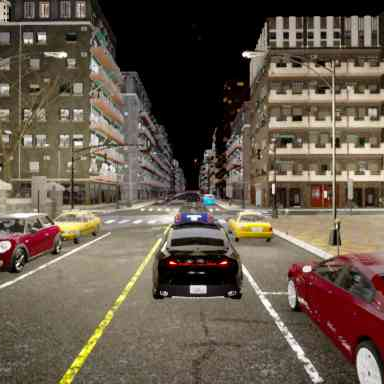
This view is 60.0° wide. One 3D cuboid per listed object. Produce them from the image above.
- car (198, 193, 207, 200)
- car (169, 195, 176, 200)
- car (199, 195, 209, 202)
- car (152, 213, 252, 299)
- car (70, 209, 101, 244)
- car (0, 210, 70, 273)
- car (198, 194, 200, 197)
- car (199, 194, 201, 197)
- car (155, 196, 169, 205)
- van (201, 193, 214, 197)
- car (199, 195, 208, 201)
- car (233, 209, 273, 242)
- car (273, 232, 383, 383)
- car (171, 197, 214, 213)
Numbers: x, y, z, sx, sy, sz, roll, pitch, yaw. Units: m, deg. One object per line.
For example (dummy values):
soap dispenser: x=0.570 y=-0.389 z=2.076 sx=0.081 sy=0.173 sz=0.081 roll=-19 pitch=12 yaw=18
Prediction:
car: x=2.769 y=1.245 z=88.043 sx=2.192 sy=1.841 sz=5.009 roll=1 pitch=0 yaw=0
car: x=-5.615 y=1.511 z=88.107 sx=1.802 sy=1.307 sz=4.206 roll=1 pitch=0 yaw=0
car: x=2.757 y=1.500 z=76.701 sx=2.008 sy=1.369 sz=4.403 roll=1 pitch=0 yaw=0
car: x=0.108 y=1.506 z=8.413 sx=1.837 sy=1.490 sz=4.892 roll=0 pitch=0 yaw=0
car: x=-5.669 y=1.526 z=15.878 sx=1.752 sy=1.417 sz=4.829 roll=1 pitch=0 yaw=0
car: x=-5.673 y=1.441 z=10.433 sx=1.967 sy=1.590 sz=4.097 roll=1 pitch=0 yaw=0
car: x=2.748 y=1.531 z=65.359 sx=1.947 sy=1.339 sz=4.313 roll=1 pitch=0 yaw=0
car: x=2.744 y=1.516 z=59.689 sx=1.887 sy=1.381 sz=4.507 roll=1 pitch=0 yaw=0
car: x=-5.636 y=1.553 z=59.751 sx=1.802 sy=1.307 sz=4.206 roll=1 pitch=0 yaw=0
van: x=2.743 y=1.318 z=54.017 sx=1.690 sy=1.788 sz=3.998 roll=1 pitch=0 yaw=0
car: x=2.762 y=1.491 z=82.371 sx=2.008 sy=1.369 sz=4.403 roll=1 pitch=0 yaw=0
car: x=2.711 y=1.526 z=16.194 sx=1.752 sy=1.417 sz=4.829 roll=1 pitch=0 yaw=0
car: x=2.702 y=1.546 z=4.791 sx=1.887 sy=1.381 sz=4.507 roll=1 pitch=0 yaw=0
car: x=0.133 y=1.353 z=18.673 sx=2.097 sy=1.767 sz=4.553 roll=0 pitch=0 yaw=1
